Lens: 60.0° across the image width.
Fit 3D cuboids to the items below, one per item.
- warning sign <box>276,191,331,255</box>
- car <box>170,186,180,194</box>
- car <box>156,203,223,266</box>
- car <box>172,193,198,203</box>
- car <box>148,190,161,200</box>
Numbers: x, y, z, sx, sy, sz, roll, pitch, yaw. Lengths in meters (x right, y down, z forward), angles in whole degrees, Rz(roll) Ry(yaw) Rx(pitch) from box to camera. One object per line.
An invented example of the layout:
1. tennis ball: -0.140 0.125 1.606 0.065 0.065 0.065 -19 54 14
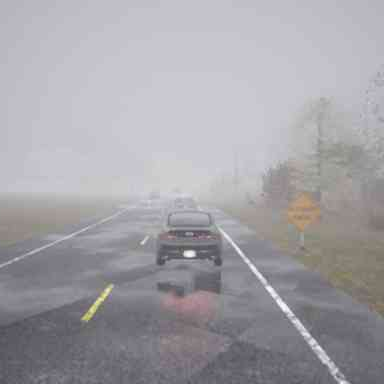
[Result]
1. warning sign: 3.456 0.914 10.407 1.300 1.860 1.060 1 2 -1
2. car: -4.098 -0.470 80.497 2.150 2.045 5.566 0 1 -7
3. car: -0.083 1.296 10.762 1.837 1.490 4.892 0 0 -1
4. car: -0.529 1.064 25.038 2.033 1.411 5.357 0 1 -2
5. car: -5.895 0.454 52.326 1.837 1.490 4.892 0 1 -4
